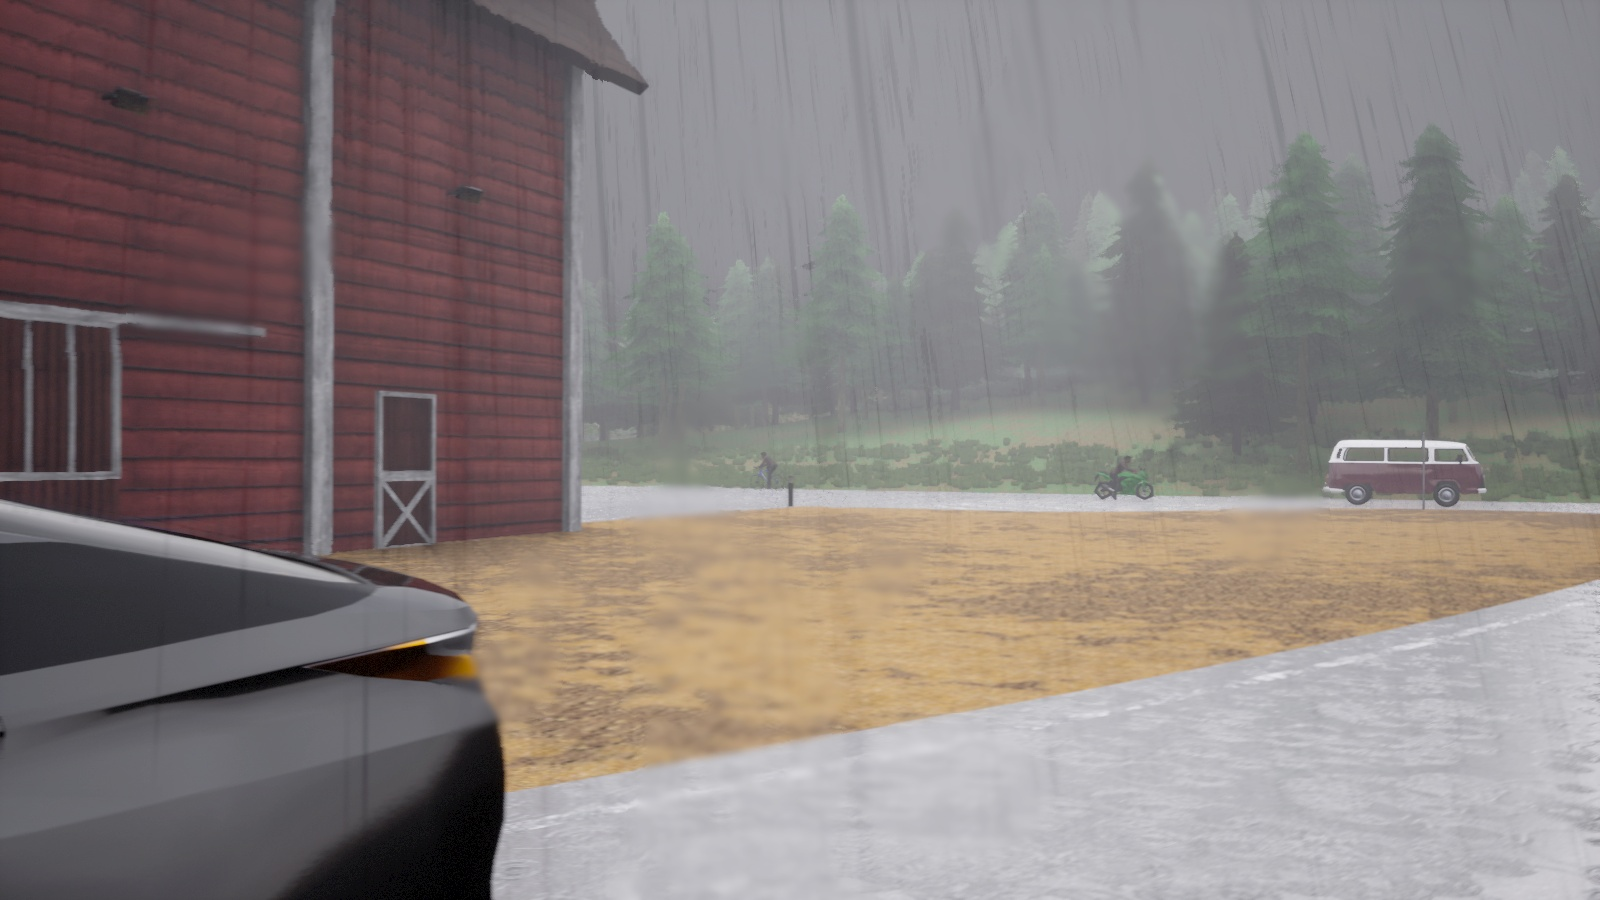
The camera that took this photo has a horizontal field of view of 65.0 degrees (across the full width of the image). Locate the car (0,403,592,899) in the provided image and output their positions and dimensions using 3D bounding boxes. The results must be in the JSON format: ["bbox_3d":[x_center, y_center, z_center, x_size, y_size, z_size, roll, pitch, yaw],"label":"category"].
[{"bbox_3d":[-2.786,0.704,1.716,4.514,1.525,2.007,0,0,-35],"label":"car"}]

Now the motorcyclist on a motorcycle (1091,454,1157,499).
[{"bbox_3d":[11.026,0.892,42.743,2.044,1.523,0.797,0,0,27],"label":"motorcyclist on a motorcycle"}]

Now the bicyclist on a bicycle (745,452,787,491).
[{"bbox_3d":[-1.431,0.910,52.976,1.656,1.620,0.582,0,0,27],"label":"bicyclist on a bicycle"}]

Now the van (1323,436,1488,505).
[{"bbox_3d":[18.698,0.615,38.858,4.480,2.038,2.069,0,0,27],"label":"van"}]
